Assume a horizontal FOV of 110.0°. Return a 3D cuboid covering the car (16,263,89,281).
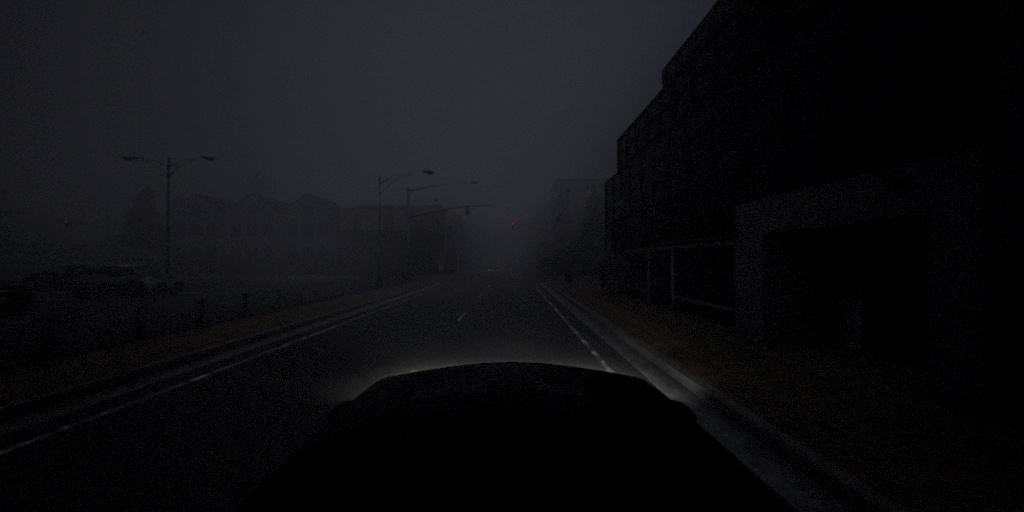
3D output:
[{"bbox_3d":[-46.551,1.458,36.074,4.902,1.511,2.128,0,-1,0],"label":"car"}]
